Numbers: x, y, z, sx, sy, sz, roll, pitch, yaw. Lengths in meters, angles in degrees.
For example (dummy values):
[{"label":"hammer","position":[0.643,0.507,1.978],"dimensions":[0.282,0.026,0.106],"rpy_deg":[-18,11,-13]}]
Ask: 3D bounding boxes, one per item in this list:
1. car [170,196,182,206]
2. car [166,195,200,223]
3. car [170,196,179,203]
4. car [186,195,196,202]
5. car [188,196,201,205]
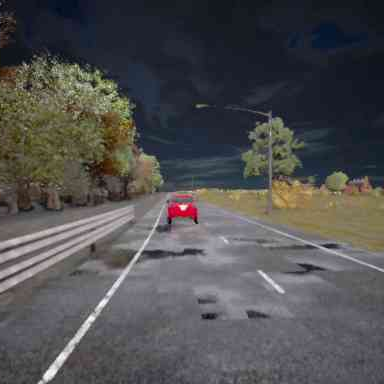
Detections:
[{"label":"car","position":[-2.686,1.444,55.515],"dimensions":[1.882,1.535,5.008],"rpy_deg":[0,0,-4]},{"label":"car","position":[-0.768,1.210,25.407],"dimensions":[2.150,2.045,5.566],"rpy_deg":[0,0,-4]},{"label":"car","position":[-3.791,1.503,71.370],"dimensions":[1.994,1.385,4.181],"rpy_deg":[0,0,-4]},{"label":"car","position":[-0.276,1.366,71.221],"dimensions":[1.895,1.301,4.718],"rpy_deg":[0,0,-4]},{"label":"car","position":[0.388,1.441,60.789],"dimensions":[2.128,1.511,4.902],"rpy_deg":[0,0,-4]}]
